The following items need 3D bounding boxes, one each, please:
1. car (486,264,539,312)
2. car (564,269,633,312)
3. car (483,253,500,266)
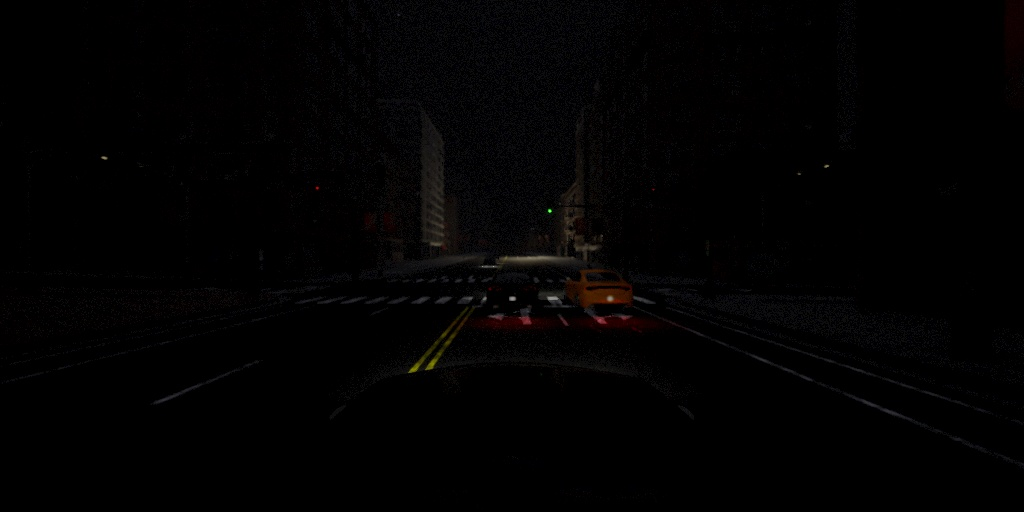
[{"bbox_3d":[0.040,1.265,14.410,1.882,1.535,5.008,0,0,1],"label":"car"},{"bbox_3d":[3.290,1.265,14.406,1.882,1.535,5.008,0,0,1],"label":"car"},{"bbox_3d":[-3.335,0.748,54.455,2.033,1.411,5.357,0,1,0],"label":"car"}]
